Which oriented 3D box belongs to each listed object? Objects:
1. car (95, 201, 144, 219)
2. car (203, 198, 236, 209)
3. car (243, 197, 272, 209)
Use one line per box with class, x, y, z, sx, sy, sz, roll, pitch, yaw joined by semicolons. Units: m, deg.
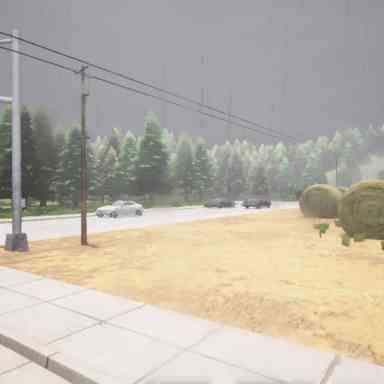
car;-6.291;1.503;29.398;1.812;1.442;4.674;0;0;36
car;3.633;1.438;42.729;2.033;1.411;5.357;0;0;37
car;8.495;1.412;43.100;2.033;1.411;5.357;0;0;37
